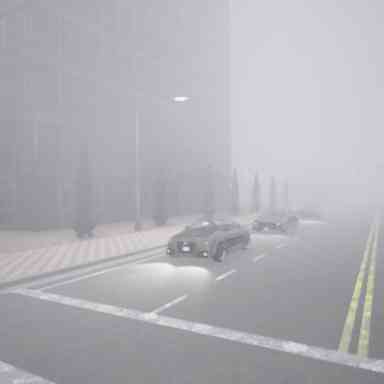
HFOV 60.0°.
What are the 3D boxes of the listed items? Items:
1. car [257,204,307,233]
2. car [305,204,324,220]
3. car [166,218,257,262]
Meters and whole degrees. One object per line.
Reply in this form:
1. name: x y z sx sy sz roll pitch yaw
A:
1. car: 5.550 1.737 21.273 2.033 1.411 5.357 -1 -1 30
2. car: 10.808 1.779 30.478 1.994 1.385 4.181 -1 -1 29
3. car: 0.781 1.731 12.915 1.994 1.385 4.181 -1 -1 30
